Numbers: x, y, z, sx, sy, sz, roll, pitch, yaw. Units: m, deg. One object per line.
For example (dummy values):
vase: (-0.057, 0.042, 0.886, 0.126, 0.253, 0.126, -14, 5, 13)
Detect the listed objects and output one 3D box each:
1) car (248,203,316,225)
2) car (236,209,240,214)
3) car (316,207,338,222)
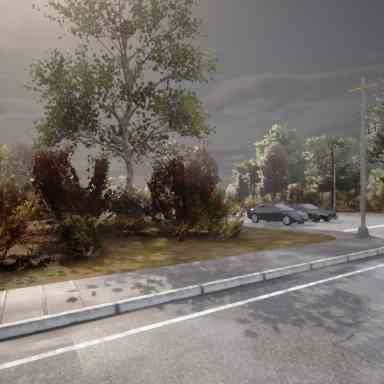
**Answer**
car: (6.328, 1.596, 24.820, 1.837, 1.490, 4.892, 0, -1, -39)
car: (2.361, 1.468, 34.888, 2.150, 2.045, 5.566, 0, -1, -43)
car: (8.988, 1.640, 27.145, 2.033, 1.411, 5.357, 0, -1, -39)
